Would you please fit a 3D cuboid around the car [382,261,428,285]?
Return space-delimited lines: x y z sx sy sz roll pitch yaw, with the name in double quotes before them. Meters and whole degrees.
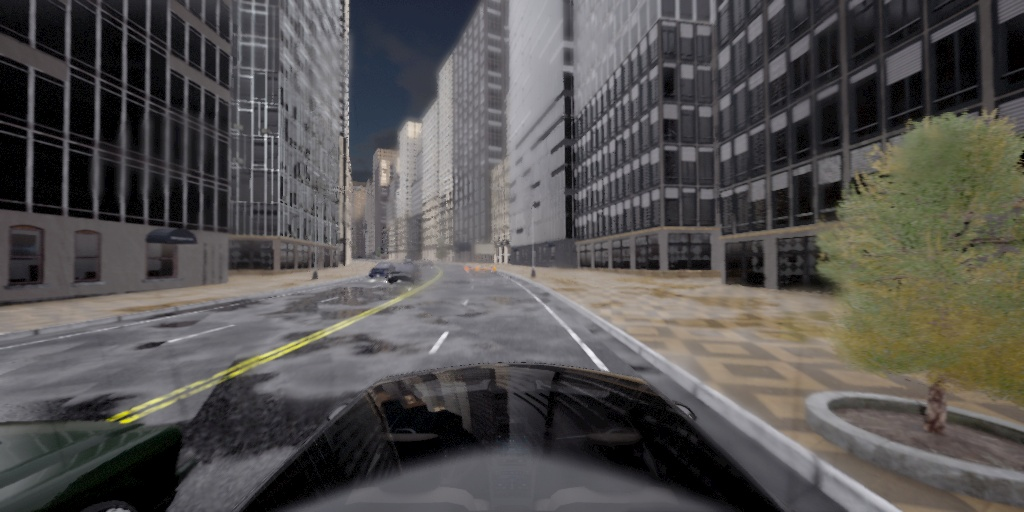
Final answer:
"car" -7.976 1.343 27.196 2.033 1.411 5.357 0 0 -6

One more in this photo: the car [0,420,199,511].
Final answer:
"car" -3.183 1.374 0.381 1.895 1.301 4.718 0 0 0

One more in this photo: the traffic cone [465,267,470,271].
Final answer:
"traffic cone" -5.751 1.746 47.684 0.340 0.580 0.340 0 0 -11

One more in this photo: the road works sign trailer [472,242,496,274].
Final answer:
"road works sign trailer" -3.115 0.241 41.055 2.380 3.560 2.880 0 0 -10

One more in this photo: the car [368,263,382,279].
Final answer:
"car" -12.092 1.361 34.055 2.033 1.411 5.357 0 0 -8
